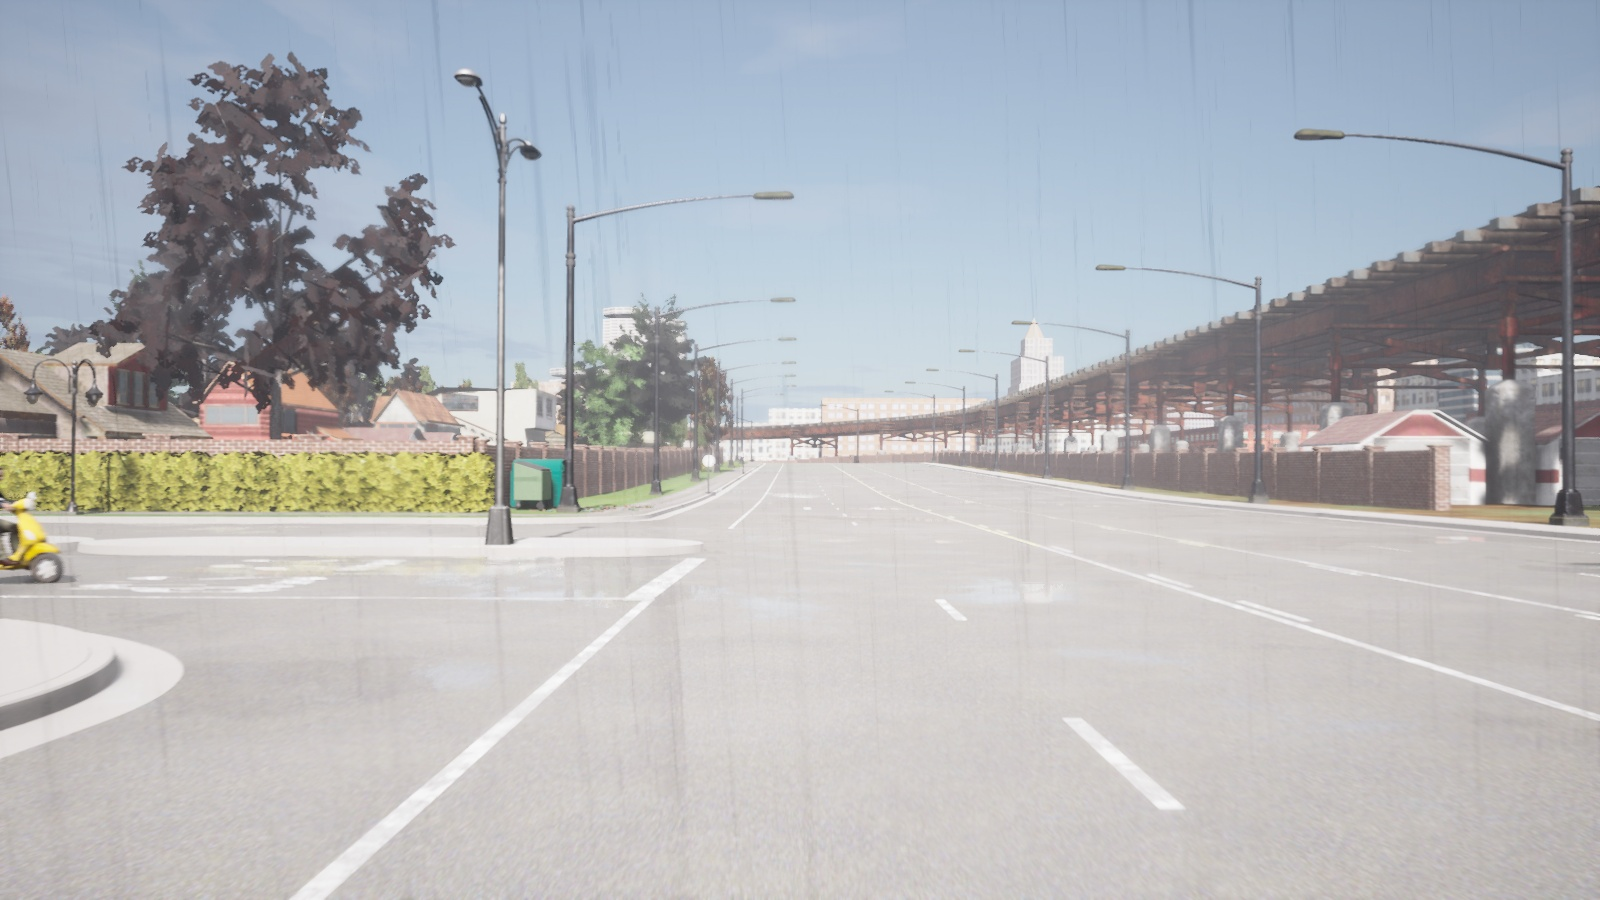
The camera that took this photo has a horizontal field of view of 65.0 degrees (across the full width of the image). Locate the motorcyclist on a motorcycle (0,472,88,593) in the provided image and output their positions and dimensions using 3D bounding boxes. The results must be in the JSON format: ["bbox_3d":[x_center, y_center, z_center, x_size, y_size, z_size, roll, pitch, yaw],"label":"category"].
[{"bbox_3d":[-10.754,1.094,16.914,1.817,1.590,0.866,0,-1,0],"label":"motorcyclist on a motorcycle"}]
